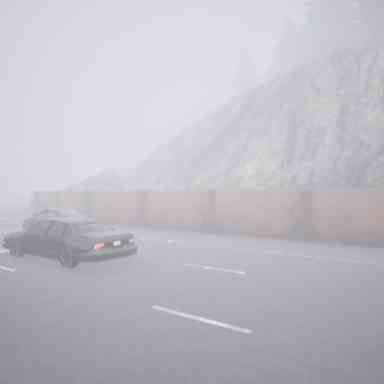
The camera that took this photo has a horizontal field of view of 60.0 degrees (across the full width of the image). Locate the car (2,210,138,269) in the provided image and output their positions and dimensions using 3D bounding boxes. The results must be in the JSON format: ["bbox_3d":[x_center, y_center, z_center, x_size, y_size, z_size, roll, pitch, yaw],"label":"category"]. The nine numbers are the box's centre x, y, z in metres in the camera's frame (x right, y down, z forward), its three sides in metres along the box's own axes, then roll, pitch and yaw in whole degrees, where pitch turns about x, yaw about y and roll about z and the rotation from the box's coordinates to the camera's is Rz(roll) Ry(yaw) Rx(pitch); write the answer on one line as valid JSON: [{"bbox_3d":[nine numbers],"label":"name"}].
[{"bbox_3d":[-4.266,1.563,11.252,5.357,1.411,2.033,0,0,35],"label":"car"}]

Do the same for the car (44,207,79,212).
[{"bbox_3d":[-7.265,1.551,17.843,4.674,1.442,1.812,0,0,39],"label":"car"}]
